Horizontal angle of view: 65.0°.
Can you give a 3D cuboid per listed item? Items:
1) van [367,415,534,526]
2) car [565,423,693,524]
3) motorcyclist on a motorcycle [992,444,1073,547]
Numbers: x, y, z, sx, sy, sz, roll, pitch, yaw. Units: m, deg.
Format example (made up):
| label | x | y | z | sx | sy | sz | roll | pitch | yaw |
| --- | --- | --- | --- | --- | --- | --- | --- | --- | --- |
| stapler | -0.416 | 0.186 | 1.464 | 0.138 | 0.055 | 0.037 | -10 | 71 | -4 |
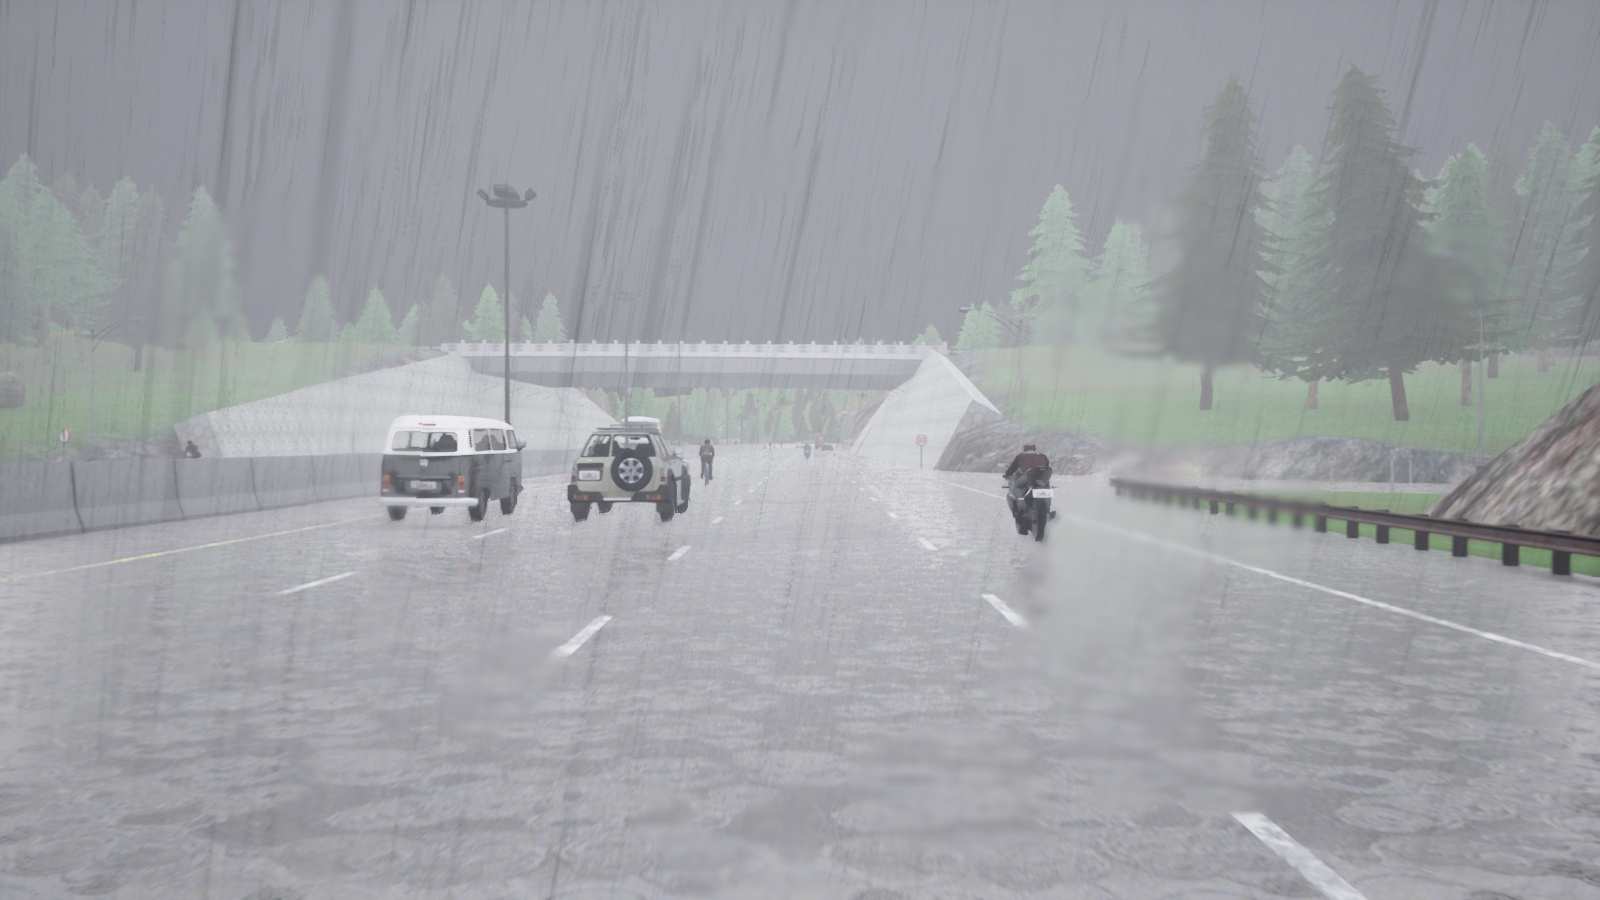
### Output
| label | x | y | z | sx | sy | sz | roll | pitch | yaw |
| --- | --- | --- | --- | --- | --- | --- | --- | --- | --- |
| van | -6.842 | 0.329 | 25.142 | 2.069 | 2.038 | 4.480 | 0 | 1 | 0 |
| car | -3.340 | 0.418 | 25.363 | 1.932 | 1.855 | 4.605 | 0 | 1 | 0 |
| motorcyclist on a motorcycle | 3.628 | 0.673 | 19.786 | 0.866 | 1.530 | 2.191 | 0 | 0 | 0 |
